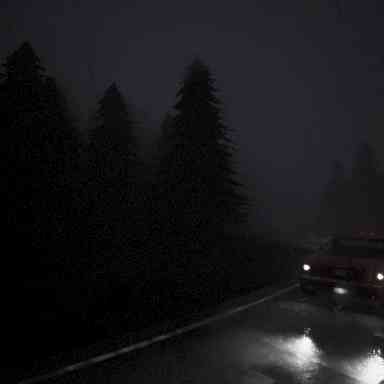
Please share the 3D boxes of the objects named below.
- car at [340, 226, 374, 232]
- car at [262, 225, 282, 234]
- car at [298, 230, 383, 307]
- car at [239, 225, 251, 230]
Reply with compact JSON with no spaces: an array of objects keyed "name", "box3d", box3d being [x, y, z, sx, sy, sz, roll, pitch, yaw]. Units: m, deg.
[{"name":"car","box3d":[13.299,3.592,27.619,2.128,1.511,4.902,0,-5,-1]},{"name":"car","box3d":[11.016,5.322,45.861,1.812,1.442,4.674,0,-6,-2]},{"name":"car","box3d":[4.375,1.890,8.791,1.895,1.301,4.718,0,-3,35]},{"name":"car","box3d":[7.953,5.794,50.730,1.994,1.385,4.181,0,-5,8]}]
